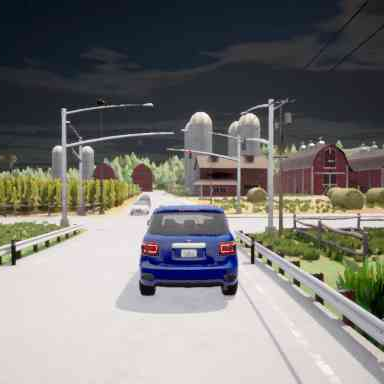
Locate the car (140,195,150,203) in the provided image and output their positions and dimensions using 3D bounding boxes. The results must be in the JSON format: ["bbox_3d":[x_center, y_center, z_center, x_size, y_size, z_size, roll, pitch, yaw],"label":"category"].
[{"bbox_3d":[-8.657,1.247,61.727,1.812,1.442,4.674,0,1,-7],"label":"car"}]

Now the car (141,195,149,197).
[{"bbox_3d":[-7.028,1.486,48.826,1.994,1.385,4.181,0,1,-7],"label":"car"}]

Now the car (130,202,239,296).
[{"bbox_3d":[-0.109,1.369,9.145,2.150,2.045,5.566,0,-2,-1],"label":"car"}]

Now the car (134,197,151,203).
[{"bbox_3d":[-5.476,1.657,35.373,1.812,1.442,4.674,0,1,-6],"label":"car"}]
